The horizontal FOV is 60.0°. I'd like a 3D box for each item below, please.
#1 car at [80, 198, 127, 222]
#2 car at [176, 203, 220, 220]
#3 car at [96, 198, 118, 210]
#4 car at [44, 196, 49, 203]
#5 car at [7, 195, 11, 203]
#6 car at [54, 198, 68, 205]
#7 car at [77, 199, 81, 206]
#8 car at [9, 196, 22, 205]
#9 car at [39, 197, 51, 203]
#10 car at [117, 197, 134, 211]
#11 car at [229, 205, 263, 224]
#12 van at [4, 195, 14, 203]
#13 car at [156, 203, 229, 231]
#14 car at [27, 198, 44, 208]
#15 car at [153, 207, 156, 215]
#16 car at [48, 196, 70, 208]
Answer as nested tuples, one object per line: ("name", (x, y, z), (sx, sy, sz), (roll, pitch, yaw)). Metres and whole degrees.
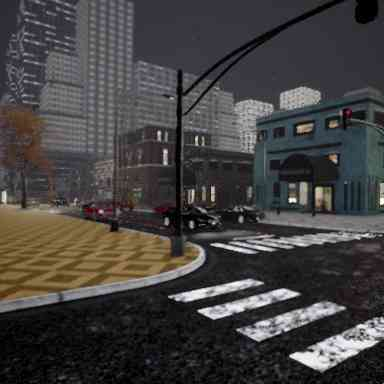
("car", (-7.205, 1.504, 26.825), (1.967, 1.590, 4.097), (1, -1, -35))
("car", (0.499, 1.762, 30.871), (1.947, 1.339, 4.313), (1, -1, -35))
("car", (-12.809, 1.745, 49.955), (1.967, 1.590, 4.097), (1, -1, -35))
("car", (-34.968, 1.808, 81.873), (2.192, 1.841, 5.009), (1, -1, -35))
("car", (-41.761, 1.884, 76.960), (1.752, 1.417, 4.829), (1, -1, -35))
("car", (-28.746, 1.965, 72.883), (1.752, 1.417, 4.829), (1, -1, -35))
("car", (-10.405, 1.643, 36.239), (2.128, 1.511, 4.902), (1, -1, -35))
("car", (-35.538, 1.871, 67.971), (1.947, 1.339, 4.313), (1, -1, -35))
("car", (-38.129, 2.071, 86.434), (2.008, 1.369, 4.403), (1, -1, -35))
("car", (-9.621, 1.594, 45.411), (2.192, 1.841, 5.009), (1, -1, -35))
("car", (3.619, 1.721, 26.363), (2.008, 1.369, 4.403), (1, -1, -35))
("van", (-45.017, 1.728, 81.665), (1.690, 1.788, 3.998), (1, -1, -35))
("car", (-0.130, 1.569, 21.380), (1.837, 1.490, 4.892), (1, 0, -35))
("car", (-25.962, 1.749, 54.140), (1.752, 1.417, 4.829), (1, -1, -35))
("car", (-2.621, 1.803, 35.376), (1.802, 1.307, 4.206), (1, -1, -35))
("car", (-19.700, 1.538, 49.835), (1.837, 1.490, 4.892), (1, -1, -35))
